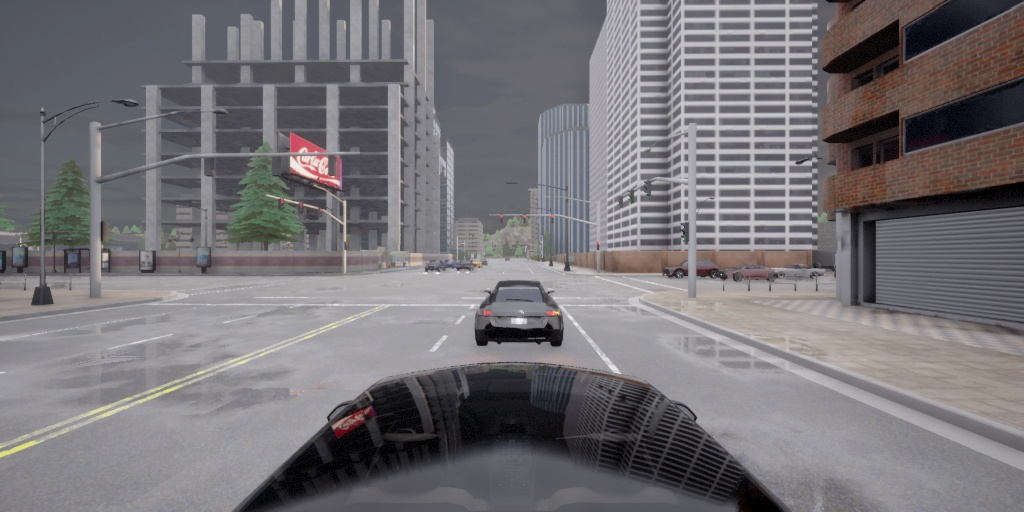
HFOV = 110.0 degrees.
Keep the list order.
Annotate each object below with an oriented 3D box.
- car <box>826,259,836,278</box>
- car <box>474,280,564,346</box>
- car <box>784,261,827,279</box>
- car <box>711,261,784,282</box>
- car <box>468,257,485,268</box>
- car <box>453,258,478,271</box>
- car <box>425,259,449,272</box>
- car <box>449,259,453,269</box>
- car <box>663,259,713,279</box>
[{"bbox_3d":[28.675,1.228,28.640,5.008,1.535,1.882,0,0,1],"label":"car"},{"bbox_3d":[0.187,1.314,9.399,1.994,1.385,4.181,0,0,1],"label":"car"},{"bbox_3d":[25.056,1.351,32.195,4.718,1.301,1.895,0,0,1],"label":"car"},{"bbox_3d":[18.789,1.314,28.776,4.181,1.385,1.994,0,0,1],"label":"car"},{"bbox_3d":[-6.100,1.227,59.403,1.882,1.535,5.008,0,0,1],"label":"car"},{"bbox_3d":[-6.297,1.297,49.096,2.033,1.411,5.357,0,0,1],"label":"car"},{"bbox_3d":[-9.846,1.255,46.212,1.837,1.490,4.892,0,0,1],"label":"car"},{"bbox_3d":[-9.673,1.227,55.706,1.882,1.535,5.008,0,0,1],"label":"car"},{"bbox_3d":[16.063,1.102,32.310,4.553,1.767,2.097,0,0,1],"label":"car"}]
